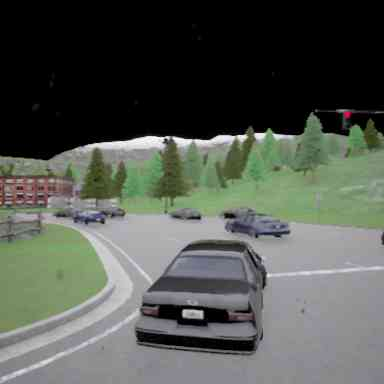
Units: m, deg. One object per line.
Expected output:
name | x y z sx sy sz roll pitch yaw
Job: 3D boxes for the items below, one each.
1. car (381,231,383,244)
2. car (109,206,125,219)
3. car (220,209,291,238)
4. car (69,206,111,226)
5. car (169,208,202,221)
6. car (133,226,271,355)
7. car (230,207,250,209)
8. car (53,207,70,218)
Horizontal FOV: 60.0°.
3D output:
car | 10.030 1.617 13.464 2.097 1.767 4.553 0 -1 -13
car | -10.465 2.561 42.159 4.902 1.511 2.128 -2 -2 42
car | 3.881 2.018 20.534 2.033 1.411 5.357 0 -1 -19
car | -9.681 2.334 31.328 1.812 1.442 4.674 1 -2 -37
car | -0.778 2.457 37.197 1.994 1.385 4.181 1 -2 -36
car | 0.519 1.714 6.844 2.033 1.411 5.357 0 -1 12
car | 4.825 2.301 35.104 2.128 1.511 4.902 1 -2 -30
car | -15.267 2.637 41.786 5.357 1.411 2.033 -1 -2 36
